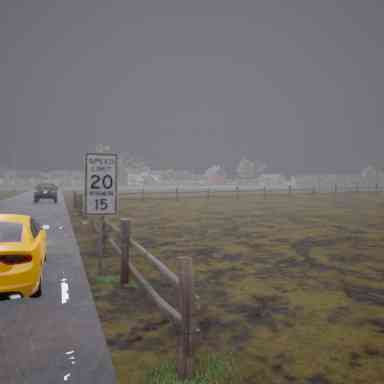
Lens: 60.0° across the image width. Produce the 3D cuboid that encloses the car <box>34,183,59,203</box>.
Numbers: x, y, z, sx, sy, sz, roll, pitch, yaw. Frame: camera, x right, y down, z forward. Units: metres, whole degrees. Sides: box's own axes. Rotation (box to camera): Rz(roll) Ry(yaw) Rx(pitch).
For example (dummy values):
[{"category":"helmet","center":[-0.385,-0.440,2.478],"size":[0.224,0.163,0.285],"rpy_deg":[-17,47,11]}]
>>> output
[{"category":"car","center":[-15.424,0.054,35.221],"size":[2.150,2.045,5.566],"rpy_deg":[0,2,-21]}]

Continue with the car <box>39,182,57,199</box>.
[{"category":"car","center":[-19.336,-0.256,44.862],"size":[2.150,2.045,5.566],"rpy_deg":[0,2,-22]}]

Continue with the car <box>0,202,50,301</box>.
[{"category":"car","center":[-4.363,1.231,7.527],"size":[1.882,1.535,5.008],"rpy_deg":[0,2,-22]}]
